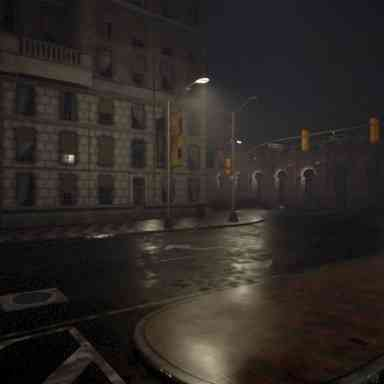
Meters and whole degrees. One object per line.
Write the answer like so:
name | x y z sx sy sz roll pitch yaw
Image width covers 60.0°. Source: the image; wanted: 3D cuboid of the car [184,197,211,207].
car | 0.836 1.525 52.169 1.812 1.442 4.674 0 0 -36

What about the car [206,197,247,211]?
car | 3.998 1.548 41.757 2.033 1.411 5.357 0 0 -36

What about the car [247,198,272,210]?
car | 7.964 1.504 42.245 1.837 1.490 4.892 0 0 -36

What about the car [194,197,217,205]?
car | 2.505 1.601 62.262 1.895 1.301 4.718 0 0 -35

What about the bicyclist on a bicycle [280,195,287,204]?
bicyclist on a bicycle | 15.528 1.301 56.489 1.656 1.620 0.582 0 0 -36
